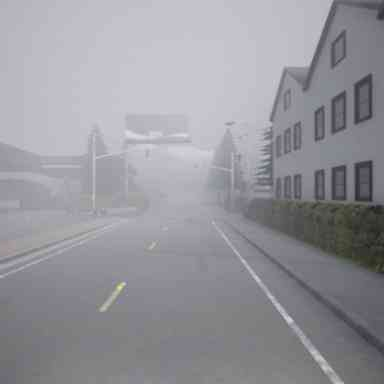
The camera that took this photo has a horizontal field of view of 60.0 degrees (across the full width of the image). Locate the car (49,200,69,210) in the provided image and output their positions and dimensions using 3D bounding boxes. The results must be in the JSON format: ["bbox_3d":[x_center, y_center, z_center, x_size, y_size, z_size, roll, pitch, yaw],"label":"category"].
[{"bbox_3d":[-22.181,2.213,57.385,4.611,1.667,2.242,0,-1,0],"label":"car"}]
